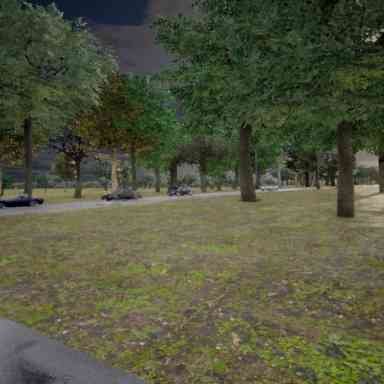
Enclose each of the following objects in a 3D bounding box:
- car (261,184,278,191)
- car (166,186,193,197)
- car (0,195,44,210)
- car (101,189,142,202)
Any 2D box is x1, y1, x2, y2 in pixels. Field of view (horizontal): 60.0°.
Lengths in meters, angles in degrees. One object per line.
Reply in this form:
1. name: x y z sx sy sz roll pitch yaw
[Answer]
1. car: 15.450 -0.862 66.022 1.895 1.301 4.718 -1 2 37
2. car: -1.788 -0.096 49.655 1.837 1.490 4.892 -1 1 38
3. car: -16.421 0.927 30.836 1.895 1.301 4.718 -1 2 40
4. car: -8.560 0.370 40.875 2.033 1.411 5.357 -1 2 37
